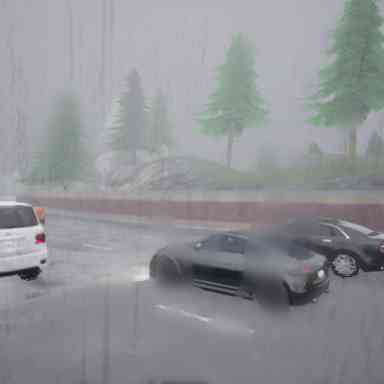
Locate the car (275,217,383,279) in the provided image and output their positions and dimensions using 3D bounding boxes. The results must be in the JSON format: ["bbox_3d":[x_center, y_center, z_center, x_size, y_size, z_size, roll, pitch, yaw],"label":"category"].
[{"bbox_3d":[3.455,1.540,10.296,4.892,1.490,1.837,1,0,37],"label":"car"}]

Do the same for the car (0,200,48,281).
[{"bbox_3d":[-5.995,1.240,8.873,5.566,2.045,2.150,0,0,40],"label":"car"}]

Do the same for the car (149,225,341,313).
[{"bbox_3d":[0.965,1.588,7.808,4.181,1.385,1.994,0,0,37],"label":"car"}]

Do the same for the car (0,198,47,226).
[{"bbox_3d":[-12.812,1.407,25.014,2.097,1.767,4.553,0,0,-43],"label":"car"}]
